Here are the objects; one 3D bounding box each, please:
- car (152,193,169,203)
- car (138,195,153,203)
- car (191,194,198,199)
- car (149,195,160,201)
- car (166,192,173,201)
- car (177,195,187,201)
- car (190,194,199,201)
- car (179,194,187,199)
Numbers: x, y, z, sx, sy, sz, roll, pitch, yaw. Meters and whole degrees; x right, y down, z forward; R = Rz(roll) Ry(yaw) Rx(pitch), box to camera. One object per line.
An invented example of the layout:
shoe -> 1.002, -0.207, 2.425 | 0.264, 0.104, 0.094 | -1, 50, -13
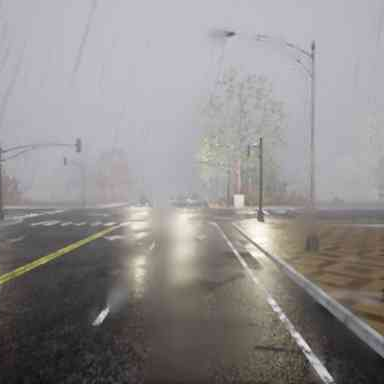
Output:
car -> -6.199, 1.447, 65.823 | 1.812, 1.442, 4.674 | 0, 0, 1
car -> -9.448, 1.422, 65.808 | 1.837, 1.490, 4.892 | 0, 1, 1
car -> 0.765, 1.261, 92.181 | 1.837, 1.490, 4.892 | 0, 0, 1
car -> -9.174, 1.429, 81.287 | 2.033, 1.411, 5.357 | 0, 0, 1
car -> -5.924, 1.113, 81.275 | 2.150, 2.045, 5.566 | 0, 0, 1
car -> -2.664, 1.362, 81.820 | 1.882, 1.535, 5.008 | 0, 0, 1
car -> 0.585, 1.385, 81.764 | 1.837, 1.490, 4.892 | 0, 0, 1
car -> -2.484, 1.355, 92.267 | 1.895, 1.301, 4.718 | 0, 0, 1
